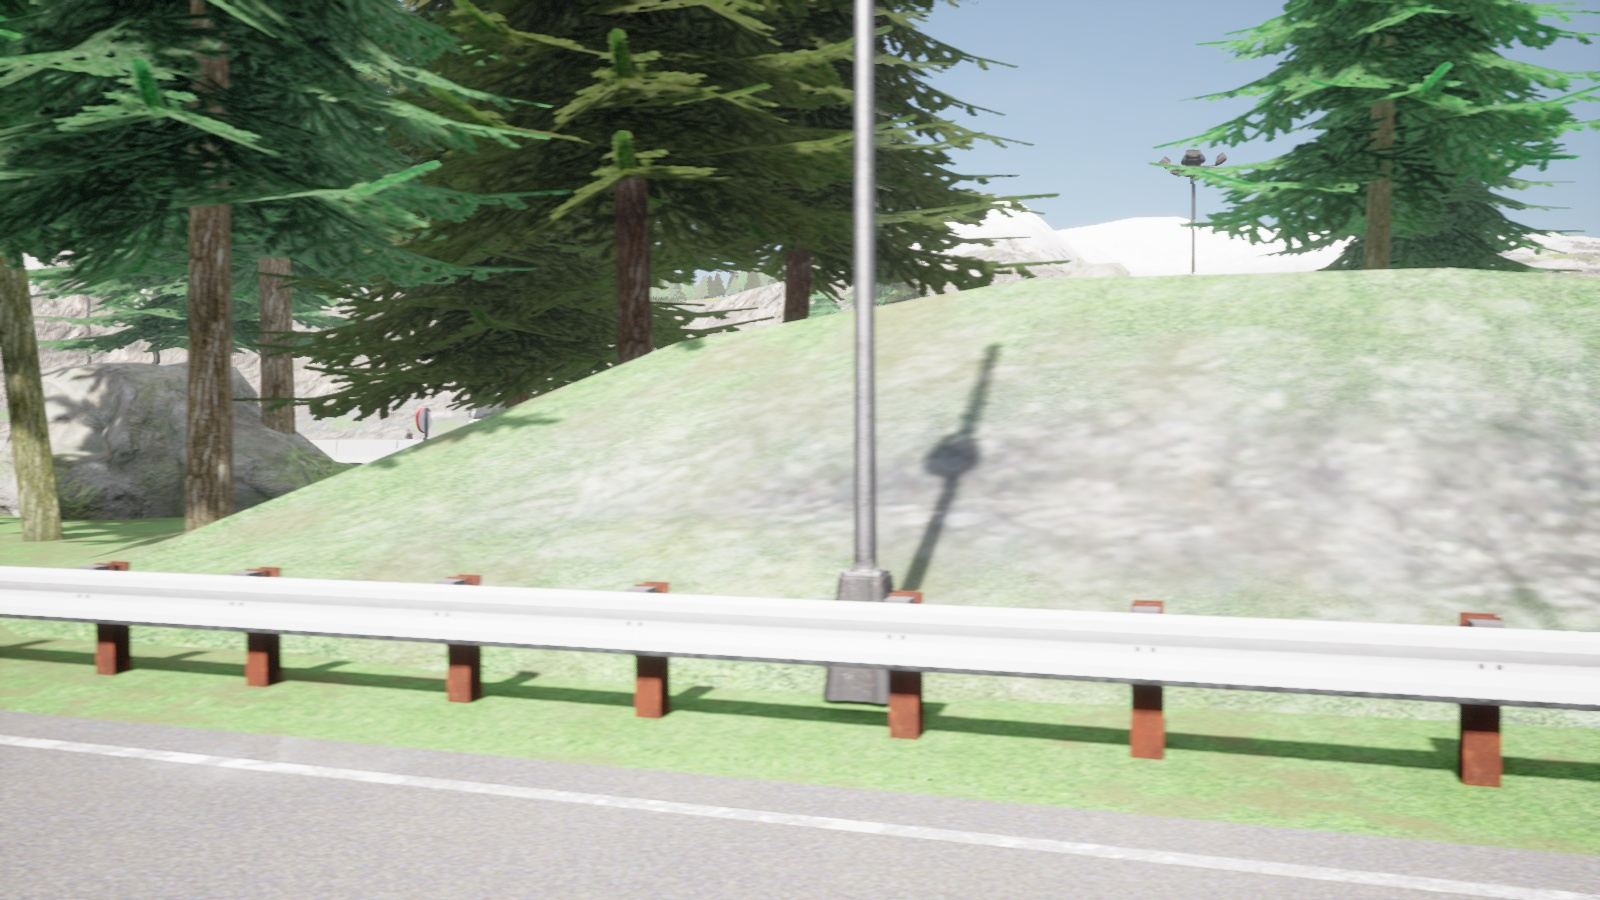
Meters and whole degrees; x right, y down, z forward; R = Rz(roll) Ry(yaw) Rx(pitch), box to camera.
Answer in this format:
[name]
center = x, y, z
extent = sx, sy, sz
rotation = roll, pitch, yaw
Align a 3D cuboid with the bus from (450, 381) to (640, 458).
[bus]
center = -14.866, -1.775, 73.221
extent = 10.273, 4.253, 3.944
rotation = 1, 1, 18
